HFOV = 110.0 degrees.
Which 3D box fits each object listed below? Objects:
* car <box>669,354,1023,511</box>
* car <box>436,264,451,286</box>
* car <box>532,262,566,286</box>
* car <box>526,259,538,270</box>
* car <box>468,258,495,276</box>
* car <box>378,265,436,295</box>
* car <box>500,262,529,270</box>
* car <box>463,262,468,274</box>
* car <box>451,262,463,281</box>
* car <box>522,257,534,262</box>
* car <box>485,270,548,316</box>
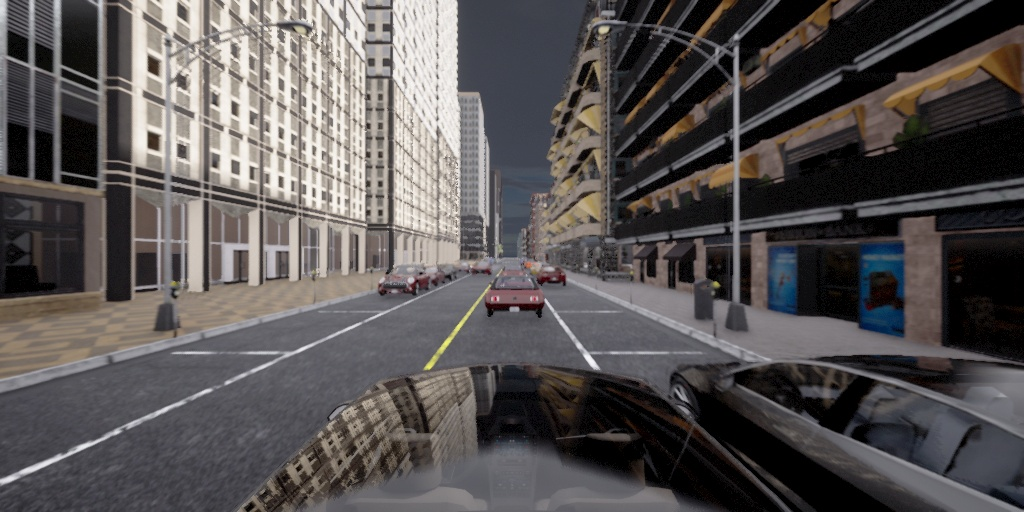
[{"bbox_3d":[2.690,1.317,2.416,1.948,1.339,4.313,0,0,0],"label":"car"},{"bbox_3d":[-5.697,1.350,25.008,1.802,1.307,4.207,0,0,0],"label":"car"},{"bbox_3d":[2.683,1.313,25.010,1.888,1.381,4.507,0,0,0],"label":"car"},{"bbox_3d":[2.680,1.304,36.477,1.751,1.417,4.829,0,0,0],"label":"car"},{"bbox_3d":[-3.106,1.257,37.427,1.882,1.535,5.008,0,0,0],"label":"car"},{"bbox_3d":[-5.696,1.203,19.360,1.967,1.591,4.097,0,0,0],"label":"car"},{"bbox_3d":[0.085,1.372,28.608,1.895,1.301,4.718,0,0,0],"label":"car"},{"bbox_3d":[-5.701,1.366,41.954,1.802,1.307,4.207,0,0,0],"label":"car"},{"bbox_3d":[-5.699,1.339,30.657,1.948,1.339,4.313,0,0,0],"label":"car"},{"bbox_3d":[2.985,1.153,54.789,2.097,1.767,4.553,0,0,0],"label":"car"},{"bbox_3d":[0.088,1.360,13.313,1.895,1.301,4.718,0,0,0],"label":"car"}]
